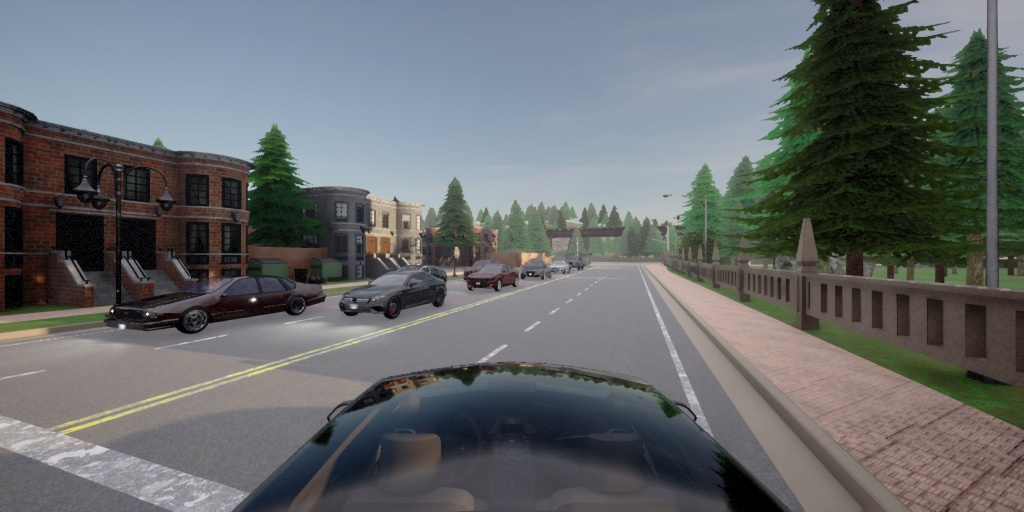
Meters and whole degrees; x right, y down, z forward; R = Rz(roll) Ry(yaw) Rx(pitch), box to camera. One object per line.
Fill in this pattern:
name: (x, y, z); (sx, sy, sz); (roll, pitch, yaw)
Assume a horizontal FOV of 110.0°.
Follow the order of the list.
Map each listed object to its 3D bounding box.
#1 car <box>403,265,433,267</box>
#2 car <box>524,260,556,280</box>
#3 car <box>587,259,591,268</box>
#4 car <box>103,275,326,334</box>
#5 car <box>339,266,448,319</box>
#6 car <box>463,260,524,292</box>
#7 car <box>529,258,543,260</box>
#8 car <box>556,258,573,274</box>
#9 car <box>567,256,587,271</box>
car: (-5.403, 1.242, 20.054); (2.128, 1.511, 4.902); (0, 0, 18)
car: (2.189, 1.314, 31.430); (1.994, 1.385, 4.181); (0, 0, 20)
car: (12.296, 1.255, 61.015); (1.837, 1.490, 4.892); (0, 0, 19)
car: (-8.459, 1.297, 11.082); (2.033, 1.411, 5.357); (0, 0, 19)
car: (-4.063, 1.276, 13.123); (1.812, 1.442, 4.674); (0, 0, 19)
car: (-1.052, 1.228, 21.953); (1.882, 1.535, 5.008); (0, 0, 19)
car: (2.771, 1.104, 44.007); (2.097, 1.767, 4.553); (0, 0, 19)
car: (5.436, 1.276, 40.978); (1.812, 1.442, 4.674); (0, 0, 19)
car: (8.809, 0.972, 50.848); (2.150, 2.045, 5.566); (0, 0, 19)
